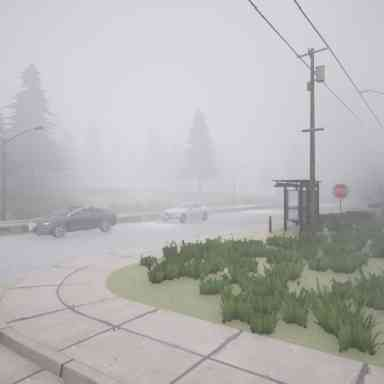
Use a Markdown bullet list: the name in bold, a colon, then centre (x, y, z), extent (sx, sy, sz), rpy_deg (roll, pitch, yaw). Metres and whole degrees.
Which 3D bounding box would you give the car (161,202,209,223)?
- **car**: centre (-0.418, 1.527, 25.917), extent (1.812, 1.442, 4.674), rpy_deg (0, 0, 36)

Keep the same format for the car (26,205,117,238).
- **car**: centre (-6.265, 1.492, 17.846), extent (2.128, 1.511, 4.902), rpy_deg (0, 0, 36)

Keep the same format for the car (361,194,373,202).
- **car**: centre (40.329, 1.356, 76.533), extent (2.097, 1.767, 4.553), rpy_deg (0, 0, 36)
